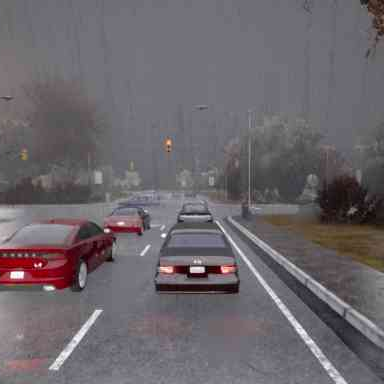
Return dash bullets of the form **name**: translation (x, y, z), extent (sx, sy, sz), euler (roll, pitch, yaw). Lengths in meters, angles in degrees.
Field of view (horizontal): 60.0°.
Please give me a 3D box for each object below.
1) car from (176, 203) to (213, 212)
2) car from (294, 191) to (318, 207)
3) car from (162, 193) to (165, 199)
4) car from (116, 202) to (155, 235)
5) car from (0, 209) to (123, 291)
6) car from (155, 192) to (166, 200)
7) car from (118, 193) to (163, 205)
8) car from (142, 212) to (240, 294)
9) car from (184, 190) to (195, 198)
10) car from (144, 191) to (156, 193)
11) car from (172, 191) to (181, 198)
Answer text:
- **car**: translation (0.131, 1.380, 18.556), extent (2.128, 1.511, 4.902), euler (0, 0, -1)
- **car**: translation (16.189, 0.894, 43.271), extent (5.566, 2.045, 2.150), euler (0, 1, -3)
- **car**: translation (-7.046, 0.962, 65.351), extent (2.128, 1.511, 4.902), euler (0, 1, 0)
- **car**: translation (-3.397, 1.458, 17.923), extent (1.994, 1.385, 4.181), euler (0, 0, 0)
- **car**: translation (-3.396, 1.445, 8.936), extent (1.882, 1.535, 5.008), euler (0, 0, 0)
- **car**: translation (-7.114, 0.872, 75.739), extent (2.128, 1.511, 4.902), euler (0, 1, -1)
- **car**: translation (-6.674, 1.231, 41.985), extent (5.357, 1.411, 2.033), euler (0, 1, -3)
- **car**: translation (0.101, 1.516, 8.863), extent (2.033, 1.411, 5.357), euler (0, 0, 0)
- **car**: translation (-0.350, 0.467, 83.290), extent (2.150, 2.045, 5.566), euler (0, 1, -3)
- **car**: translation (-7.087, 0.791, 55.178), extent (2.150, 2.045, 5.566), euler (0, 1, 0)
- **car**: translation (-4.003, 0.720, 86.388), extent (2.128, 1.511, 4.902), euler (0, 1, -4)
